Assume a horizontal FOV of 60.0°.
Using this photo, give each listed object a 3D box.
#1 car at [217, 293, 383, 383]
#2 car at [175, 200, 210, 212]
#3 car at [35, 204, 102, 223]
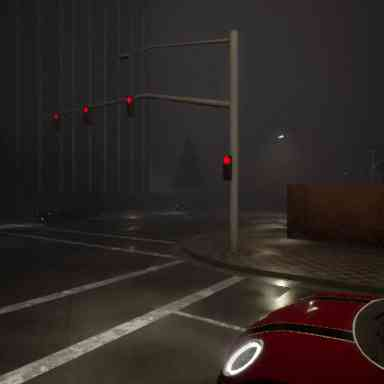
[{"bbox_3d":[2.394,1.352,2.250,4.553,1.767,2.097,0,0,36],"label":"car"},{"bbox_3d":[0.097,1.601,38.849,1.895,1.301,4.718,0,0,35],"label":"car"},{"bbox_3d":[-9.376,1.601,25.493,1.895,1.301,4.718,0,0,35],"label":"car"}]
